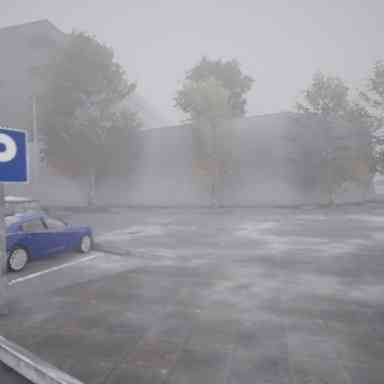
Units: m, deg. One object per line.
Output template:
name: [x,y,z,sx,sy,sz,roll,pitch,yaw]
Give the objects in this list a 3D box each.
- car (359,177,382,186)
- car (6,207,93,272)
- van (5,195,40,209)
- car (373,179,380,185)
car: [44.681,-2.538,83.408,4.553,1.767,2.185,-5,0,-8]
car: [-5.163,1.420,10.680,2.097,1.535,5.008,1,0,17]
van: [-7.513,1.170,12.610,1.878,1.987,4.442,0,0,17]
car: [44.094,-2.345,80.502,5.008,1.535,2.097,-5,1,-8]
